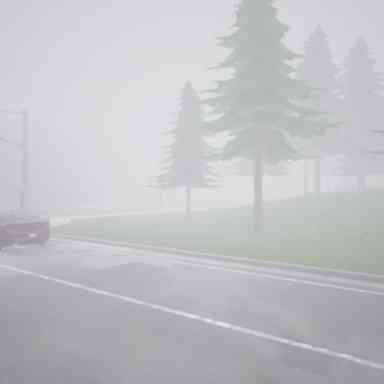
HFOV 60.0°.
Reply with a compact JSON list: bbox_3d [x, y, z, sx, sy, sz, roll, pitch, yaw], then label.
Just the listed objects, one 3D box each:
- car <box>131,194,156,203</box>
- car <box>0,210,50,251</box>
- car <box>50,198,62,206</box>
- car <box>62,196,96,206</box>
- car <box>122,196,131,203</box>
[{"bbox_3d":[-9.391,1.359,67.508,2.097,1.767,4.553,0,0,35],"label":"car"},{"bbox_3d":[-8.000,1.479,13.988,5.008,1.535,1.882,0,0,36],"label":"car"},{"bbox_3d":[-21.307,1.552,56.704,2.033,1.411,5.357,0,0,36],"label":"car"},{"bbox_3d":[-18.243,1.497,54.996,2.128,1.511,4.902,0,0,35],"label":"car"},{"bbox_3d":[-12.595,1.557,69.028,1.994,1.385,4.181,0,0,35],"label":"car"}]
